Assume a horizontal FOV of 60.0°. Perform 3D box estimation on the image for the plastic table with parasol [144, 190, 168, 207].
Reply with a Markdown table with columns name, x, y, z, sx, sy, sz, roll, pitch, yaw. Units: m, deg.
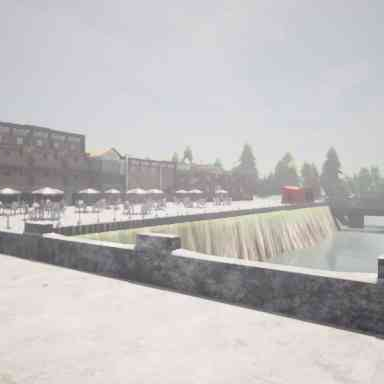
| name | x | y | z | sx | sy | sz | roll | pitch | yaw |
| --- | --- | --- | --- | --- | --- | --- | --- | --- | --- |
| plastic table with parasol | -5.282 | 0.914 | 49.207 | 2.482 | 2.480 | 2.482 | 0 | 0 | 35 |

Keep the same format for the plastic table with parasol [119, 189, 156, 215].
| name | x | y | z | sx | sy | sz | roll | pitch | yaw |
| --- | --- | --- | --- | --- | --- | --- | --- | --- | --- |
| plastic table with parasol | -5.329 | 0.917 | 32.530 | 2.482 | 2.480 | 2.482 | 0 | 0 | 35 |

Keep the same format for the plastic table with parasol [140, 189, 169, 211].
| name | x | y | z | sx | sy | sz | roll | pitch | yaw |
| --- | --- | --- | --- | --- | --- | --- | --- | --- | --- |
| plastic table with parasol | -4.571 | 0.916 | 40.219 | 2.482 | 2.480 | 2.482 | 0 | 0 | 35 |
